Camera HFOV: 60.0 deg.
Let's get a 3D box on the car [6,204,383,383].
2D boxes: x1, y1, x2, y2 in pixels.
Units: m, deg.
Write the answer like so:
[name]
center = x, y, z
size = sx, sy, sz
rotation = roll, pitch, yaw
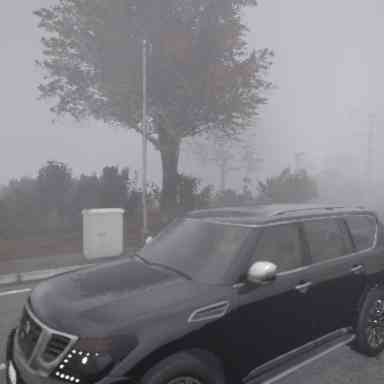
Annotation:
[car]
center = 0.686, 1.218, 4.504
size = 5.566, 2.045, 2.150
rotation = 0, 0, -36
